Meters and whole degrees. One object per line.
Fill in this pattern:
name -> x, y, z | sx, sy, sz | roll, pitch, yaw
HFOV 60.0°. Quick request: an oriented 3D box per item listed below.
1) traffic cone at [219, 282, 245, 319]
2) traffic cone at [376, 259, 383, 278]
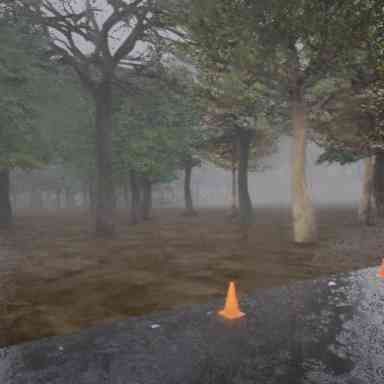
traffic cone -> 0.733, 1.937, 6.074 | 0.340, 0.580, 0.340 | 0, 0, -33
traffic cone -> 5.098, 1.934, 8.758 | 0.340, 0.580, 0.340 | 0, 0, -30
